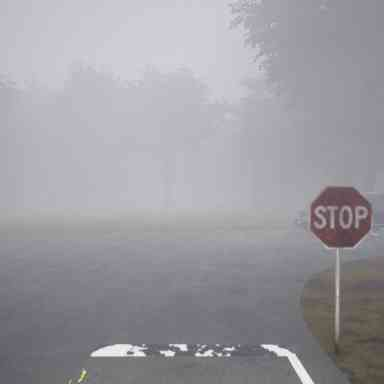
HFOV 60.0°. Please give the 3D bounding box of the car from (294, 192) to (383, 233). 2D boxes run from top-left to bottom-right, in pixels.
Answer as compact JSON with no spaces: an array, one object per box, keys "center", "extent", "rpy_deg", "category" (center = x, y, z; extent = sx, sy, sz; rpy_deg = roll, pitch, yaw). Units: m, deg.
[{"center":[7.803,1.025,15.965],"extent":[5.566,2.045,2.150],"rpy_deg":[-1,1,-6],"category":"car"}]
